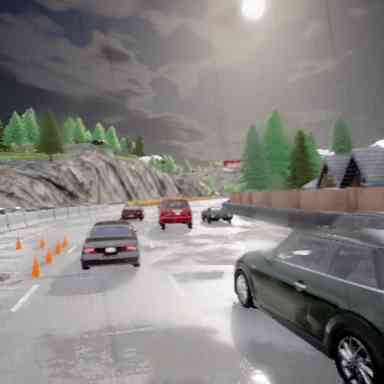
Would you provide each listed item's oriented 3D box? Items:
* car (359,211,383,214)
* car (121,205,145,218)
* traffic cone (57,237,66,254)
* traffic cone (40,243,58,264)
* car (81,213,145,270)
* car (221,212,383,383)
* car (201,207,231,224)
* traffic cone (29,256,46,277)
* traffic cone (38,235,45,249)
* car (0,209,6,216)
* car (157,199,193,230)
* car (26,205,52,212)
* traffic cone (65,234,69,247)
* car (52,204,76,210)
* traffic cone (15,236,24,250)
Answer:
[{"bbox_3d":[4.933,1.315,9.431,2.097,1.767,4.553,-1,-1,-14],"label":"car"},{"bbox_3d":[-5.516,1.951,31.495,1.882,1.535,5.008,-2,-1,-5],"label":"car"},{"bbox_3d":[-5.504,2.247,13.722,0.340,0.580,0.340,-1,-1,-13],"label":"traffic cone"},{"bbox_3d":[-5.053,2.214,11.774,0.340,0.580,0.340,-1,-1,-13],"label":"traffic cone"},{"bbox_3d":[-2.838,1.749,12.006,2.033,1.411,5.357,-1,-1,-12],"label":"car"},{"bbox_3d":[2.325,1.345,5.420,2.097,1.767,4.553,-1,-1,-15],"label":"car"},{"bbox_3d":[1.906,1.825,26.938,1.895,1.301,4.718,-2,-1,-6],"label":"car"},{"bbox_3d":[-4.601,2.182,9.826,0.340,0.580,0.340,-1,-1,-13],"label":"traffic cone"},{"bbox_3d":[-6.928,2.303,15.445,0.340,0.580,0.340,-1,-1,-13],"label":"traffic cone"},{"bbox_3d":[-27.113,2.740,44.416,2.033,1.411,5.357,-2,-1,0],"label":"car"},{"bbox_3d":[-1.269,1.502,23.975,2.150,2.045,5.566,-2,-1,-8],"label":"car"},{"bbox_3d":[-23.388,2.708,51.173,2.033,1.411,5.357,-2,-1,3],"label":"car"},{"bbox_3d":[-5.955,2.279,15.670,0.340,0.580,0.340,-1,-1,-13],"label":"traffic cone"},{"bbox_3d":[-19.768,2.639,52.555,1.994,1.385,4.181,-2,-1,4],"label":"car"},{"bbox_3d":[-7.902,2.327,15.219,0.340,0.580,0.340,-1,-1,-13],"label":"traffic cone"}]
